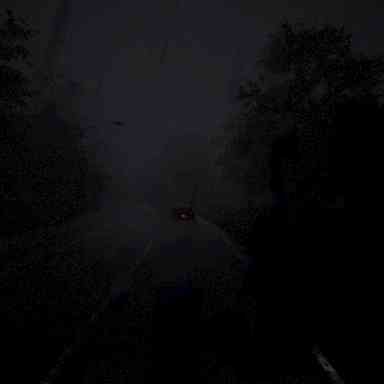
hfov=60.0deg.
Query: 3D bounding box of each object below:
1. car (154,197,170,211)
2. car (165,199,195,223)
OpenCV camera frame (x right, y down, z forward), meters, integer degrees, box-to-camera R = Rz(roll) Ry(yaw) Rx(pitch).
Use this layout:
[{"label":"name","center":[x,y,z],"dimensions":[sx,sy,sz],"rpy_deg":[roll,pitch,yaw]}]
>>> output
[{"label":"car","center":[-3.640,1.479,42.408],"dimensions":[2.097,1.767,4.553],"rpy_deg":[1,0,-13]},{"label":"car","center":[-0.879,1.564,26.249],"dimensions":[1.882,1.535,5.008],"rpy_deg":[1,0,-6]}]
